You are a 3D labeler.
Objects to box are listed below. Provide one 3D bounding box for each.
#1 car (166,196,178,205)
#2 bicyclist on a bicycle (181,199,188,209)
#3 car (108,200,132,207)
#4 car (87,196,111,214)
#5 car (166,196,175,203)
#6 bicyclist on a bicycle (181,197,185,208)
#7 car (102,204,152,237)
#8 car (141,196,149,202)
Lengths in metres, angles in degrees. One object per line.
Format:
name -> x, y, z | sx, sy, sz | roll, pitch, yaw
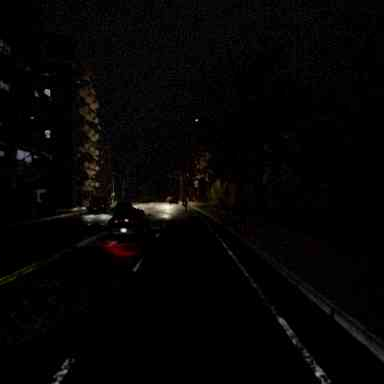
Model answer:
car -> -4.172, 2.073, 75.189 | 1.882, 1.535, 5.008 | 0, 0, -7
bicyclist on a bicycle -> -0.873, 1.825, 48.491 | 0.866, 1.612, 1.509 | 0, 0, -4
car -> -7.669, 1.785, 37.260 | 1.882, 1.535, 5.008 | 0, 0, -3
car -> -11.105, 1.557, 40.450 | 2.150, 2.045, 5.566 | 0, 0, -3
car -> -5.583, 1.910, 87.375 | 2.097, 1.767, 4.553 | 0, 0, -7
bicyclist on a bicycle -> -1.534, 1.825, 57.059 | 0.659, 1.776, 1.843 | 0, 0, -5
car -> -3.454, 1.663, 18.911 | 1.837, 1.490, 4.892 | 0, 0, -2
car -> -11.067, 1.738, 78.359 | 2.097, 1.767, 4.553 | 0, 0, -7
